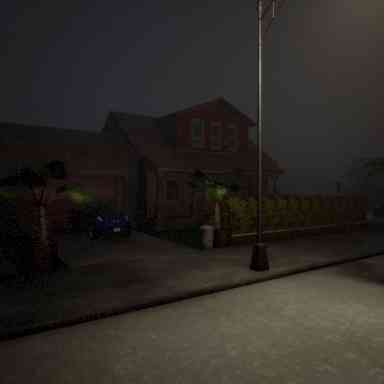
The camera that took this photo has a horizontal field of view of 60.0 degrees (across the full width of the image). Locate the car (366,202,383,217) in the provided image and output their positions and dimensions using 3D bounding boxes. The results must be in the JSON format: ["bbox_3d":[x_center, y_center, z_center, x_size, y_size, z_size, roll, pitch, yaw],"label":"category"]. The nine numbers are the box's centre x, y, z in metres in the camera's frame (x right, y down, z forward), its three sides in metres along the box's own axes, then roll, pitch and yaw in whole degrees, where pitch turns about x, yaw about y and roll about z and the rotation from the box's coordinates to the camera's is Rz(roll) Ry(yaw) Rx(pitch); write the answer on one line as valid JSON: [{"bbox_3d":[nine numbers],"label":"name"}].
[{"bbox_3d":[17.362,1.504,28.759,1.837,1.490,4.892,-1,1,-34],"label":"car"}]

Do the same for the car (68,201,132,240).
[{"bbox_3d":[-4.076,1.174,14.562,1.845,1.501,3.633,0,0,-38],"label":"car"}]
